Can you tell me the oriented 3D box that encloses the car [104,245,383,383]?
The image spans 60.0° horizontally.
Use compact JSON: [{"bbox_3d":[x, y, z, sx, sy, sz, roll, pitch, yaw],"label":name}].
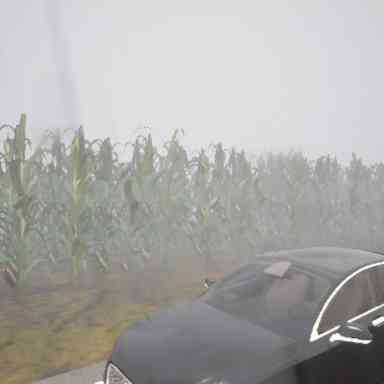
[{"bbox_3d":[1.402,1.504,4.062,4.892,1.490,1.837,0,0,-35],"label":"car"}]
